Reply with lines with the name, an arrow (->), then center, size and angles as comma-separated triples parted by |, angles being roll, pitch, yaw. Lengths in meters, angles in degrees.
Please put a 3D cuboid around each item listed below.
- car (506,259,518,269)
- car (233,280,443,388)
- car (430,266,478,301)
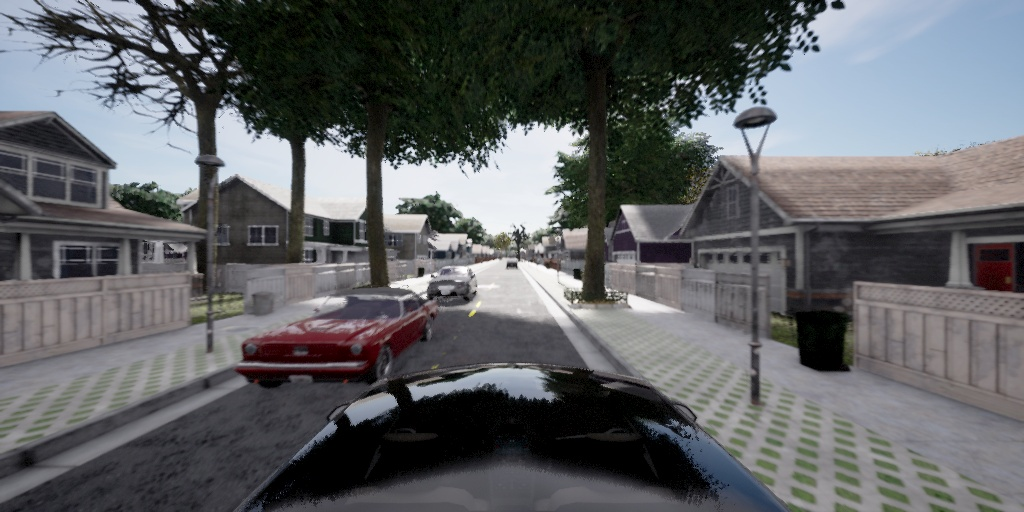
car -> -0.002, 1.261, 57.952 | 1.882, 1.535, 5.008 | 0, 0, 0
car -> -2.831, 1.352, 7.030 | 1.895, 1.301, 4.718 | 0, 0, 0
car -> -2.751, 1.246, 17.418 | 2.128, 1.511, 4.902 | 0, 0, 0
